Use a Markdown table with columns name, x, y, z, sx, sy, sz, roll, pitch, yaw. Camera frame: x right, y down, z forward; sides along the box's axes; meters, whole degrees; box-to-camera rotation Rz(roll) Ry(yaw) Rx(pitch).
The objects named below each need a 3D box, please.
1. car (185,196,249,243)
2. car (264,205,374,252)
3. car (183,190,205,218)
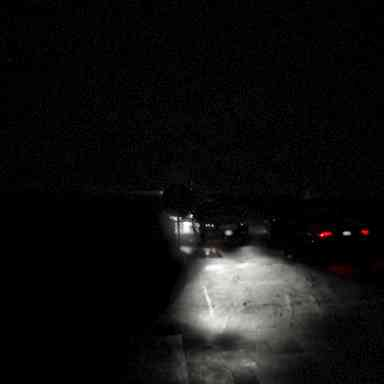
| name | x | y | z | sx | sy | sz | roll | pitch | yaw |
| --- | --- | --- | --- | --- | --- | --- | --- | --- | --- |
| car | 1.084 | 1.166 | 14.628 | 2.128 | 1.511 | 4.902 | -2 | 2 | -6 |
| car | 4.282 | 1.196 | 12.244 | 2.033 | 1.411 | 5.357 | -2 | 2 | -6 |
| car | 0.148 | 0.914 | 23.944 | 1.837 | 1.490 | 4.892 | -2 | 2 | -6 |
